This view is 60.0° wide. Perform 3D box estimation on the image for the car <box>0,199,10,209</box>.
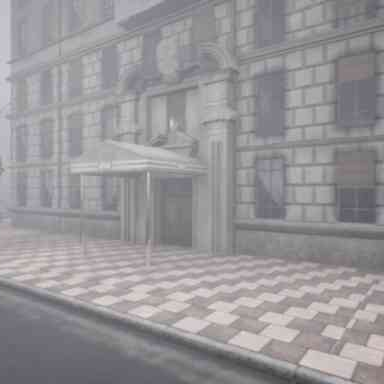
[{"bbox_3d":[-26.408,1.440,43.049,1.882,1.535,5.008,0,0,35],"label":"car"}]
